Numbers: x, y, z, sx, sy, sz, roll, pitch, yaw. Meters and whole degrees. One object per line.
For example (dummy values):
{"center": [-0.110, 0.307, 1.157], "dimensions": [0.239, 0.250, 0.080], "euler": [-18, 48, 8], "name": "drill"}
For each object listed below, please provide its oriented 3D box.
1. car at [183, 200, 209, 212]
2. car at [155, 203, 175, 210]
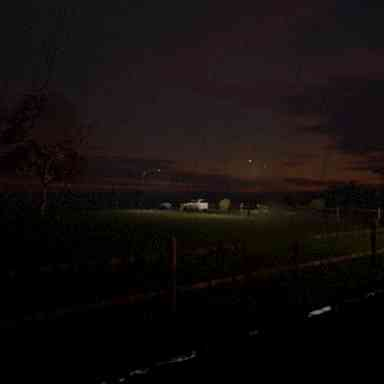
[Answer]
{"center": [0.597, 2.367, 57.856], "dimensions": [2.150, 2.045, 5.566], "euler": [0, -1, -35], "name": "car"}
{"center": [-5.462, 2.906, 66.653], "dimensions": [2.033, 1.411, 5.357], "euler": [0, -1, -34], "name": "car"}
